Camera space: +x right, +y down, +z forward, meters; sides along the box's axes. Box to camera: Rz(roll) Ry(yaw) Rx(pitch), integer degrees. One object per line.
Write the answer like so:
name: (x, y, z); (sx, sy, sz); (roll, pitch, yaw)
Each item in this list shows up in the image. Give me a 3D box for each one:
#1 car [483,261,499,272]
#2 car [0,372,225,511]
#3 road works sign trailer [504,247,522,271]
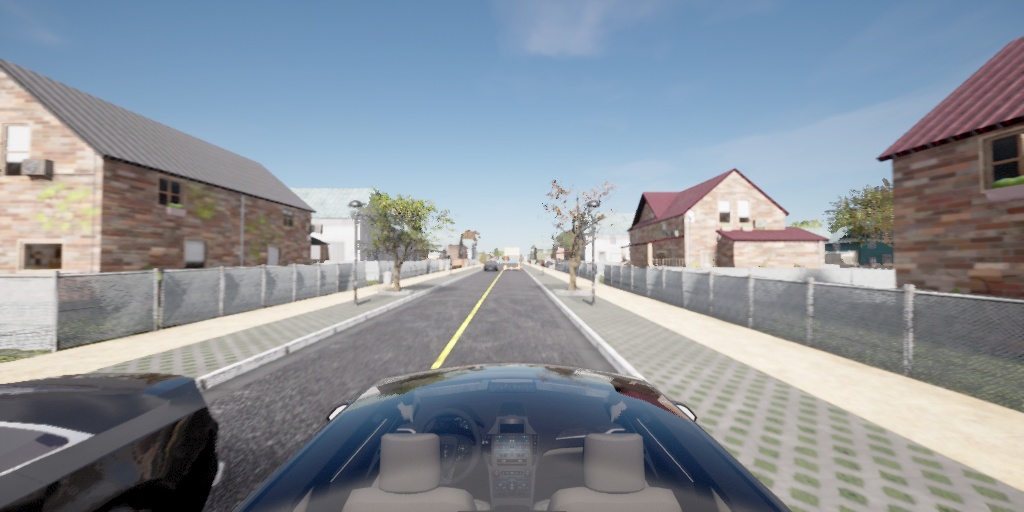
car: (-2.825, 1.377, 48.745); (1.882, 1.535, 5.008); (0, -1, 0)
car: (-2.847, 1.240, 0.324); (2.128, 1.511, 4.902); (0, 0, 0)
road works sign trailer: (0.004, 0.377, 51.162); (2.380, 3.560, 2.880); (0, 0, 0)
